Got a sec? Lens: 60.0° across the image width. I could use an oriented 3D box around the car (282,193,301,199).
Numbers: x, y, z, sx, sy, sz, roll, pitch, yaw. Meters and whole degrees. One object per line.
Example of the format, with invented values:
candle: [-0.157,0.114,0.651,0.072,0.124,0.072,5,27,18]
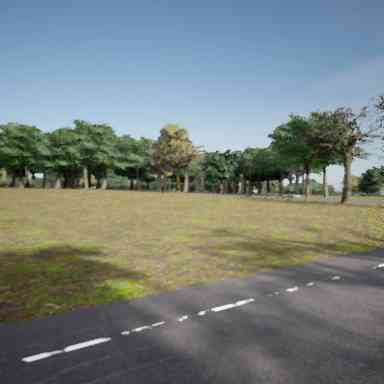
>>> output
car: [25.058,1.016,83.688,1.895,1.301,4.718,0,2,-35]
